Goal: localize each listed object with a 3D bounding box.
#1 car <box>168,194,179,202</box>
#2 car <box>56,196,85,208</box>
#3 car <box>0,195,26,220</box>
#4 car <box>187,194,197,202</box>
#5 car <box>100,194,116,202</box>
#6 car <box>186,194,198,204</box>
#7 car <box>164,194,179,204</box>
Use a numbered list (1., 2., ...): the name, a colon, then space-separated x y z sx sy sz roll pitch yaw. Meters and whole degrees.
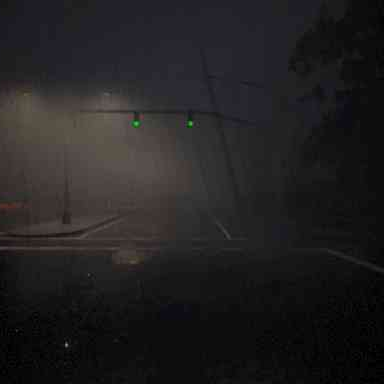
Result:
1. car: -3.489 1.136 64.730 1.895 1.301 4.718 0 0 0
2. car: -15.082 1.248 41.650 2.033 1.411 5.357 0 0 0
3. car: -15.093 1.164 26.242 2.097 1.767 4.553 0 0 0
4. car: 0.011 1.099 64.699 1.994 1.385 4.181 0 0 0
5. car: -14.990 1.140 59.674 1.812 1.442 4.674 0 0 0
6. car: 0.009 1.088 54.282 1.882 1.535 5.008 0 0 0
7. car: -3.491 1.102 54.283 2.128 1.511 4.902 0 0 0
